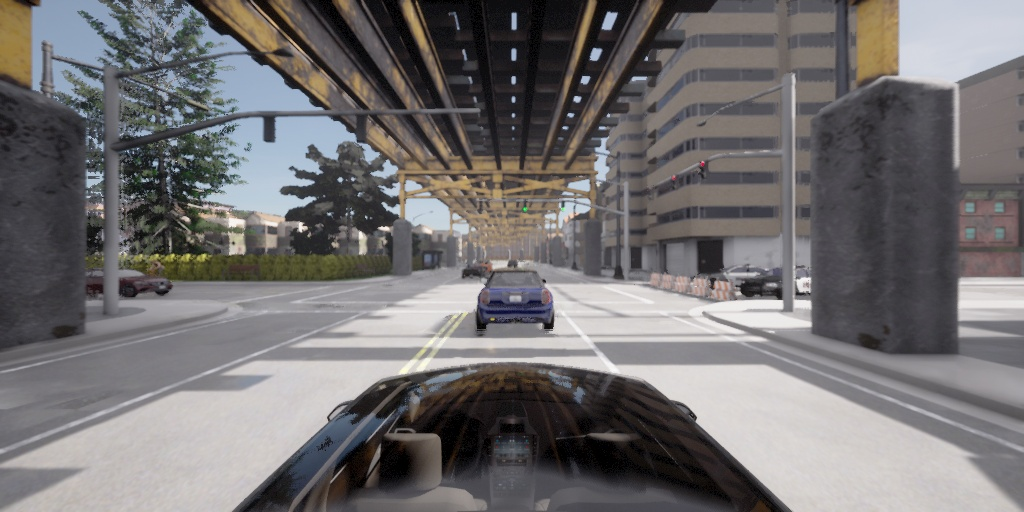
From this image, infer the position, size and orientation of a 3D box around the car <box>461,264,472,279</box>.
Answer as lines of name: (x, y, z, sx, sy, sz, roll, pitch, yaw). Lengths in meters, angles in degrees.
car: (-3.587, 1.397, 33.957, 1.895, 1.301, 4.718, 0, 0, 1)

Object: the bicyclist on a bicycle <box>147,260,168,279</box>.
bicyclist on a bicycle: (-25.240, 1.089, 25.463, 0.582, 1.620, 1.656, 0, 0, 0)

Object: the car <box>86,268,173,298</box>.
car: (-19.842, 1.301, 17.969, 4.674, 1.442, 1.812, 0, 0, 0)

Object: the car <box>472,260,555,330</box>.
car: (0.043, 1.116, 11.311, 2.097, 1.767, 4.553, 0, 0, -1)

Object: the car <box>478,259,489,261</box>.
car: (-3.543, 1.163, 44.313, 2.097, 1.767, 4.553, 0, 0, 0)
